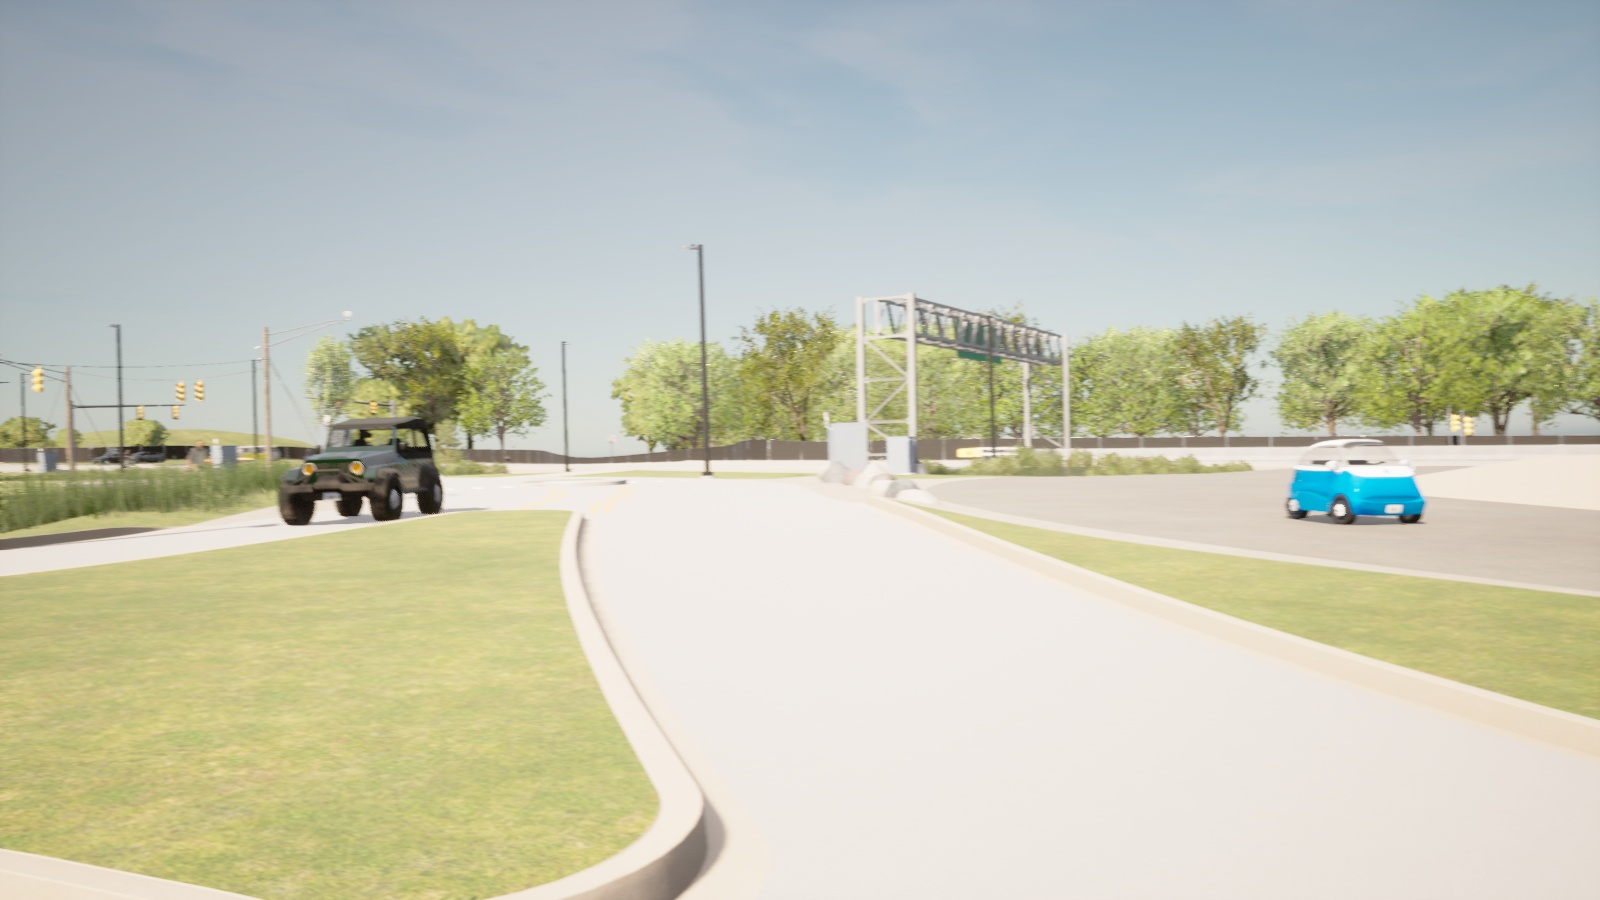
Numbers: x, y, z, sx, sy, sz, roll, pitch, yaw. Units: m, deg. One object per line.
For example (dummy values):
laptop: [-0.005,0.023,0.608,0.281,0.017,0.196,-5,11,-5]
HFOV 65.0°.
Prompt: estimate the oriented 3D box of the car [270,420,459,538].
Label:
car: [-7.805,0.467,22.918,1.905,1.878,3.866,-3,1,2]

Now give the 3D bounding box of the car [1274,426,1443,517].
car: [9.130,0.334,20.674,1.481,1.376,2.207,-1,0,-13]

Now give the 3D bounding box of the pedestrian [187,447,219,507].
pedestrian: [-18.986,0.853,39.940,0.694,1.848,0.540,-3,-1,33]
